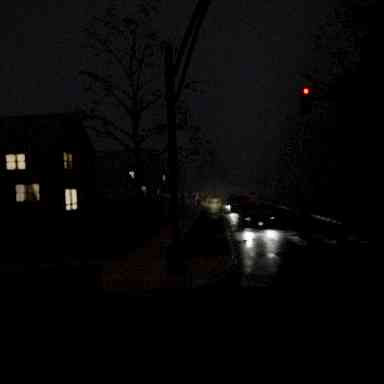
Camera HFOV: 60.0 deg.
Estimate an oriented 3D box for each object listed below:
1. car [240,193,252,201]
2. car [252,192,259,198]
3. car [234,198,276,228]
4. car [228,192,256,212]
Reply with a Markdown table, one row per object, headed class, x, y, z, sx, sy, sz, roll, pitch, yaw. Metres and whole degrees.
| class | x | y | z | sx | sy | sz | roll | pitch | yaw |
| --- | --- | --- | --- | --- | --- | --- | --- | --- | --- |
| car | 10.015 | 0.866 | 62.134 | 1.895 | 1.301 | 4.718 | -2 | 0 | 4 |
| car | 9.233 | 0.721 | 52.098 | 2.097 | 1.767 | 4.553 | -2 | 0 | 4 |
| car | 3.997 | 1.346 | 21.083 | 2.033 | 1.411 | 5.357 | -2 | 0 | 4 |
| car | 4.977 | 1.145 | 33.764 | 1.882 | 1.535 | 5.008 | -2 | 0 | 5 |
